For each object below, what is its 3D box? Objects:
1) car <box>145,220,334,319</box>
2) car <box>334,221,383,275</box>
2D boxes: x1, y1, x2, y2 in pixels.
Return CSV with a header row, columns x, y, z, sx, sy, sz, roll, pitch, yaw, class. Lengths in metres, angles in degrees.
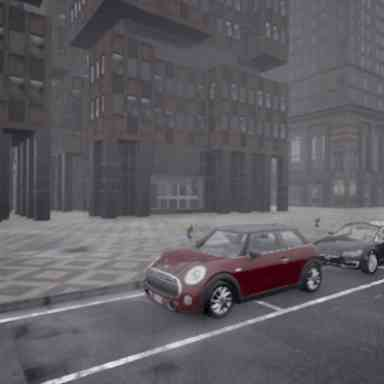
x,y,z,sx,sy,sz,roll,pitch,yaw,class
1.000,1.475,7.363,4.097,1.590,1.967,0,0,-36,car
5.621,1.626,10.660,4.403,1.369,2.008,0,0,-36,car
